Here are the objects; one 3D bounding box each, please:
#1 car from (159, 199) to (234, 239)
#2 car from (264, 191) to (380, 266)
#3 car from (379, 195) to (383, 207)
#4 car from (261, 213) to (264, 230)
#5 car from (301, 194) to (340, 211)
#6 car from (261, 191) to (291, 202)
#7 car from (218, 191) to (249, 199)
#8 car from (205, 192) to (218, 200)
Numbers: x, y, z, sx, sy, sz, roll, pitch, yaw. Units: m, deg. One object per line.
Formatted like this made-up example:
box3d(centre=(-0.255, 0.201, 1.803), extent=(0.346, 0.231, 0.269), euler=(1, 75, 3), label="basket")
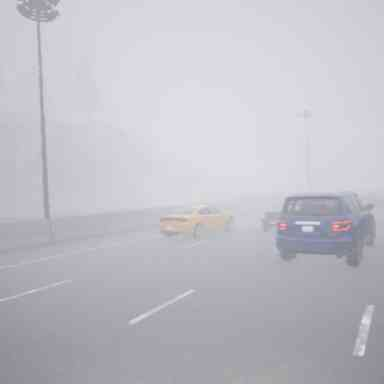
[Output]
box3d(centre=(0.400, 1.406, 17.143), extent=(1.882, 1.535, 5.008), euler=(-2, 0, 35), label="car")
box3d(centre=(4.558, 0.996, 10.978), extent=(2.150, 2.045, 5.566), euler=(-2, 0, 34), label="car")
box3d(centre=(16.646, 0.772, 31.060), extent=(1.994, 1.385, 4.181), euler=(-2, 0, 44), label="car")
box3d(centre=(5.288, 1.248, 17.872), extent=(1.812, 1.442, 4.674), euler=(-2, 0, 37), label="car")
box3d(centre=(12.258, 0.953, 31.536), extent=(1.994, 1.385, 4.181), euler=(-2, 0, 43), label="car")
box3d(centre=(11.604, 0.641, 45.995), extent=(4.181, 1.385, 1.994), euler=(-3, 0, -43), label="car")
box3d(centre=(6.834, 0.693, 51.119), extent=(4.902, 1.511, 2.128), euler=(-3, 0, -43), label="car")
box3d(centre=(4.437, 0.973, 53.661), extent=(5.566, 2.045, 2.150), euler=(-3, 0, -43), label="car")
